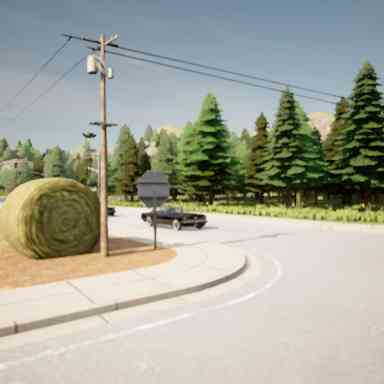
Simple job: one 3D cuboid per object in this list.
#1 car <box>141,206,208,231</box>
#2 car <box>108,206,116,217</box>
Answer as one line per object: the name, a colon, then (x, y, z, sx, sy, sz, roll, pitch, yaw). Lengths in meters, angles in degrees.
car: (-1.155, 1.521, 20.259, 1.895, 1.301, 4.718, -1, 0, -38)
car: (-8.505, 1.528, 29.534, 1.895, 1.301, 4.718, -1, 0, -38)
